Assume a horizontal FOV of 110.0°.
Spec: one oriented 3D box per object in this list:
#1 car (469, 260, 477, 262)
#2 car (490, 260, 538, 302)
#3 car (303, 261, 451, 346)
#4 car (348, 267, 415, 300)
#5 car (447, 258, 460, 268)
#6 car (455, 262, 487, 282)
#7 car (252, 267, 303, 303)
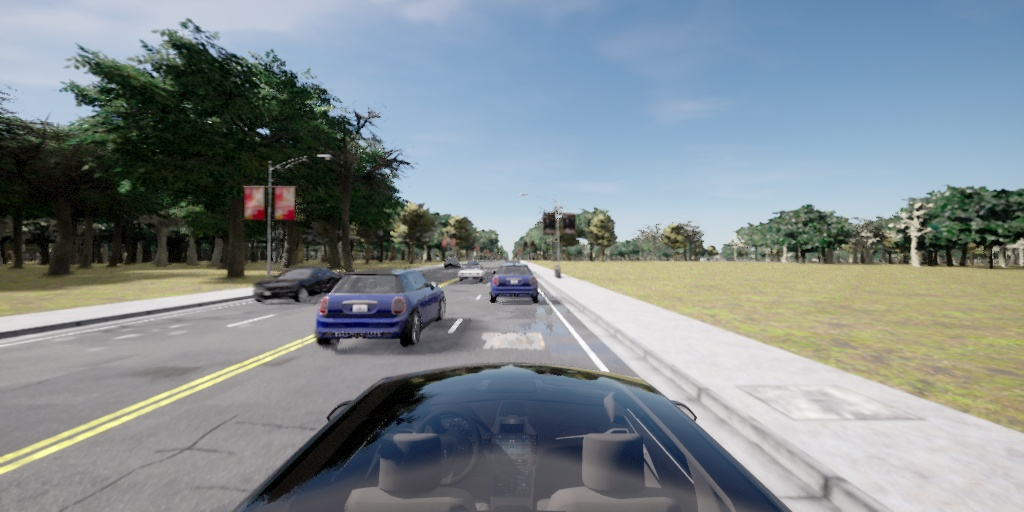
[{"bbox_3d":[-6.558,1.376,59.328,2.033,1.411,5.357,0,0,1],"label":"car"},{"bbox_3d":[0.095,1.127,17.311,2.097,1.767,4.553,0,0,0],"label":"car"},{"bbox_3d":[-3.155,1.114,9.577,2.097,1.767,4.553,0,0,0],"label":"car"},{"bbox_3d":[-6.605,1.341,18.730,1.994,1.385,4.181,0,0,0],"label":"car"},{"bbox_3d":[-9.810,1.180,58.755,2.097,1.767,4.553,0,0,1],"label":"car"},{"bbox_3d":[-3.158,1.395,29.584,1.895,1.301,4.718,0,0,0],"label":"car"},{"bbox_3d":[-9.855,1.252,16.948,1.882,1.535,5.008,0,0,0],"label":"car"}]
